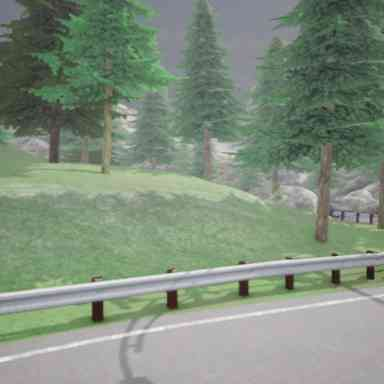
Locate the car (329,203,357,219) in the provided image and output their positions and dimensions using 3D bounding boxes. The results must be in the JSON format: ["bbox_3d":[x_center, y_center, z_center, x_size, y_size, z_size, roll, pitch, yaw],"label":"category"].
[{"bbox_3d":[12.800,1.661,30.320,1.994,1.385,4.181,0,0,-26],"label":"car"}]
